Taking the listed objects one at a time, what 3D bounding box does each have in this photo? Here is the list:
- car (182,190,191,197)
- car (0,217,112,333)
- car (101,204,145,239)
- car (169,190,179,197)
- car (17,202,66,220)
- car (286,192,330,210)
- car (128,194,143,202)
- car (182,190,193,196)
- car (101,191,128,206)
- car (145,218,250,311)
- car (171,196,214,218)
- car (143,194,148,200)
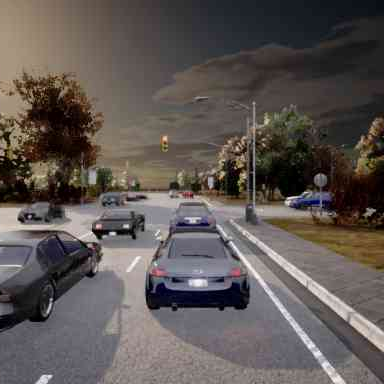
[{"bbox_3d":[-1.671,0.388,94.164,2.097,1.767,4.553,0,1,-7],"label":"car"},{"bbox_3d":[-3.423,1.527,7.106,2.033,1.411,5.357,0,0,-1],"label":"car"},{"bbox_3d":[-3.492,1.517,16.750,1.895,1.301,4.718,0,0,-1],"label":"car"},{"bbox_3d":[-4.394,0.882,84.193,1.994,1.385,4.181,0,1,-4],"label":"car"},{"bbox_3d":[-10.704,1.429,23.924,1.994,1.385,4.181,0,0,0],"label":"car"},{"bbox_3d":[13.988,0.991,37.509,5.566,2.045,2.150,0,0,-3],"label":"car"},{"bbox_3d":[-10.853,1.075,61.028,1.882,1.535,5.008,0,1,0],"label":"car"},{"bbox_3d":[-0.845,0.561,83.517,2.150,2.045,5.566,0,1,-4],"label":"car"},{"bbox_3d":[-10.801,0.934,45.757,2.150,2.045,5.566,0,0,0],"label":"car"},{"bbox_3d":[0.074,1.540,7.798,1.994,1.385,4.181,0,0,-1],"label":"car"},{"bbox_3d":[0.029,1.270,16.431,2.097,1.767,4.553,0,0,0],"label":"car"},{"bbox_3d":[-10.959,1.065,73.612,1.895,1.301,4.718,0,1,-1],"label":"car"}]
